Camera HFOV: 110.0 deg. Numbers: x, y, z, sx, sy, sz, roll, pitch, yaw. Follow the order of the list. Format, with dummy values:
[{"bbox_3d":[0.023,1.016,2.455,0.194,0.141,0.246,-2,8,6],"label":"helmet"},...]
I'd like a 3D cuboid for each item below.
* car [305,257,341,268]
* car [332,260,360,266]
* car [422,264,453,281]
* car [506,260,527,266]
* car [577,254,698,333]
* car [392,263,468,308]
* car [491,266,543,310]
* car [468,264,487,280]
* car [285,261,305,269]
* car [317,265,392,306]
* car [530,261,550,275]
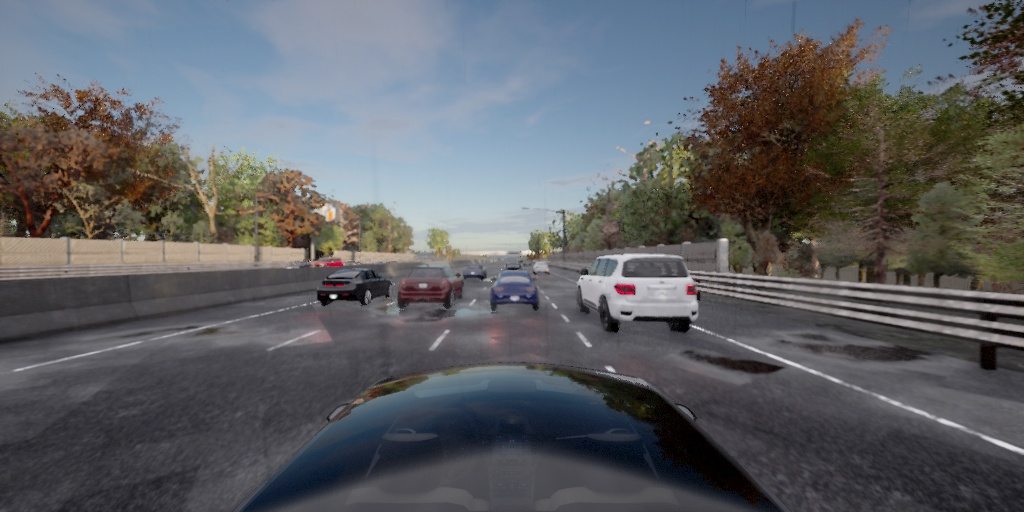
[{"bbox_3d":[-24.566,1.206,47.760,2.150,2.045,5.566,0,-1,0],"label":"car"},{"bbox_3d":[-21.078,1.577,46.949,1.895,1.301,4.718,0,0,0],"label":"car"},{"bbox_3d":[-6.892,1.469,33.442,1.994,1.385,4.181,0,0,0],"label":"car"},{"bbox_3d":[0.107,1.406,32.806,1.837,1.490,4.892,0,0,0],"label":"car"},{"bbox_3d":[3.506,0.977,11.100,2.150,2.045,5.566,0,0,0],"label":"car"},{"bbox_3d":[-3.398,1.168,15.827,2.097,1.767,4.553,0,0,0],"label":"car"},{"bbox_3d":[0.101,1.338,14.997,1.812,1.442,4.674,0,0,0],"label":"car"},{"bbox_3d":[-3.392,1.468,33.280,1.994,1.385,4.181,0,0,0],"label":"car"},{"bbox_3d":[-28.064,1.474,47.716,2.128,1.511,4.902,0,-1,0],"label":"car"},{"bbox_3d":[-6.897,1.324,16.272,1.837,1.490,4.892,0,0,0],"label":"car"},{"bbox_3d":[3.506,1.466,43.716,1.812,1.442,4.674,0,0,0],"label":"car"}]
